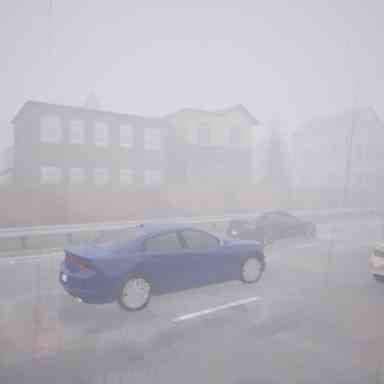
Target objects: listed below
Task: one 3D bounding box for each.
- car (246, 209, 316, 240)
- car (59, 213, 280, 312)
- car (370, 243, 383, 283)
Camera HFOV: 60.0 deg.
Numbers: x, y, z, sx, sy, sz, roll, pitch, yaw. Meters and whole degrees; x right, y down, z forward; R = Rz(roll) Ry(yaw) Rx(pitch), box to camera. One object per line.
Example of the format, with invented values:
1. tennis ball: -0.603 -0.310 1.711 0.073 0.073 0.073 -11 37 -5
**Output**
1. car: 3.607 1.473 14.930 4.674 1.442 1.812 0 0 -36
2. car: -0.405 1.459 7.753 5.008 1.535 1.882 0 0 -35
3. car: 6.174 1.481 8.165 4.674 1.442 1.812 0 0 -36
